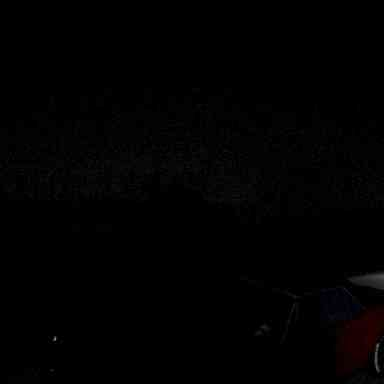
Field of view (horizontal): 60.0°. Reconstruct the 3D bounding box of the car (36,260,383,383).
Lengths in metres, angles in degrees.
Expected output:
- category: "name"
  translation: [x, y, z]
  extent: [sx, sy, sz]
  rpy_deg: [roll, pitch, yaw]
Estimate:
- category: "car"
  translation: [0.768, 1.632, 4.039]
  extent: [4.718, 1.301, 1.895]
  rpy_deg: [1, 0, -35]
